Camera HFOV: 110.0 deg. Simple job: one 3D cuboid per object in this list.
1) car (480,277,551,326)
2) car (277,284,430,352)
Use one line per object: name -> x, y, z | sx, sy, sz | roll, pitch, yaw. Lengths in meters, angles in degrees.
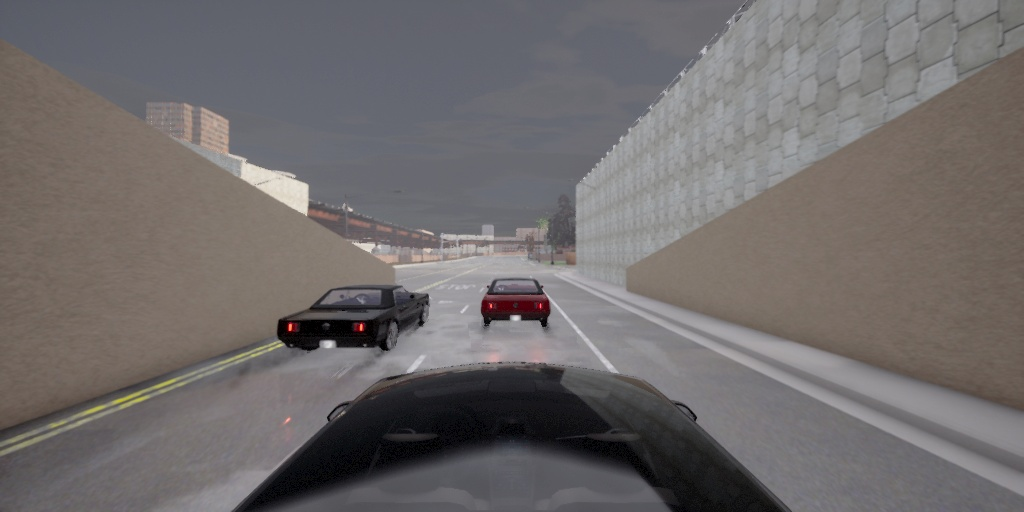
car -> 0.099, 1.336, 11.617 | 1.895, 1.301, 4.718 | 0, 0, 0
car -> -3.401, 1.340, 8.856 | 1.895, 1.301, 4.718 | 0, 0, 0
